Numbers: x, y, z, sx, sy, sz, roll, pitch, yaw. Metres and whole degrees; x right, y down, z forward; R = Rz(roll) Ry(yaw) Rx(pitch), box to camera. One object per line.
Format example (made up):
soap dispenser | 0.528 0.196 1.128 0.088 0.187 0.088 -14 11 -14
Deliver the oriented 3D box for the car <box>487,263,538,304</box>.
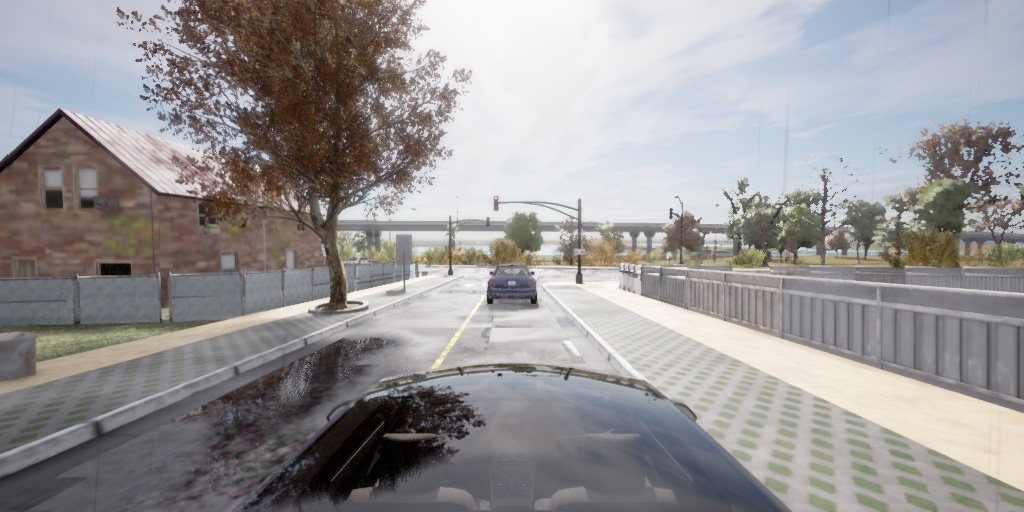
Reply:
car | 0.001 1.112 16.483 2.097 1.767 4.553 0 0 0

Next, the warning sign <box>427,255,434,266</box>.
warning sign | -14.264 0.745 62.125 1.060 1.860 1.300 0 0 36
